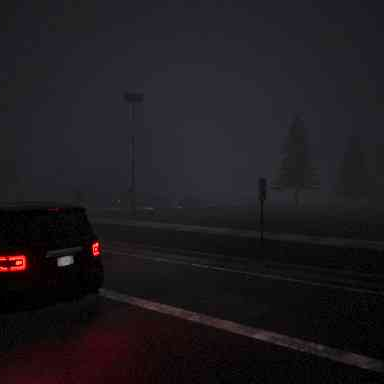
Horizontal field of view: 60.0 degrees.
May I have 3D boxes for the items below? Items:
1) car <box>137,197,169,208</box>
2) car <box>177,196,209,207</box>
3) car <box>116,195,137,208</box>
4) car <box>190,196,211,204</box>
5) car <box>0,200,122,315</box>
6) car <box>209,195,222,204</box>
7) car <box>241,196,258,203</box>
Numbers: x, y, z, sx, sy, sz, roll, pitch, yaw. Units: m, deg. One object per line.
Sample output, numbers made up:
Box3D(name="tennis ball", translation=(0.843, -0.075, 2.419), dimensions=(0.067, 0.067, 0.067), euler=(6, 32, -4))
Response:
Box3D(name="car", translation=(-5.408, 1.507, 49.578), dimensions=(1.837, 1.490, 4.892), euler=(0, -1, 35))
Box3D(name="car", translation=(-0.028, 1.547, 51.174), dimensions=(2.033, 1.411, 5.357), euler=(0, 0, 35))
Box3D(name="car", translation=(-9.971, 1.352, 49.150), dimensions=(2.097, 1.767, 4.553), euler=(0, 0, 35))
Box3D(name="car", translation=(1.740, 1.525, 65.835), dimensions=(1.812, 1.442, 4.674), euler=(0, 0, 35))
Box3D(name="car", translation=(-4.269, 1.221, 6.995), dimensions=(5.566, 2.045, 2.150), euler=(0, 0, 35))
Box3D(name="car", translation=(3.811, 1.351, 62.720), dimensions=(2.097, 1.767, 4.553), euler=(0, 0, 35))
Box3D(name="car", translation=(11.825, 1.520, 67.992), dimensions=(1.837, 1.490, 4.892), euler=(0, 0, 35))
